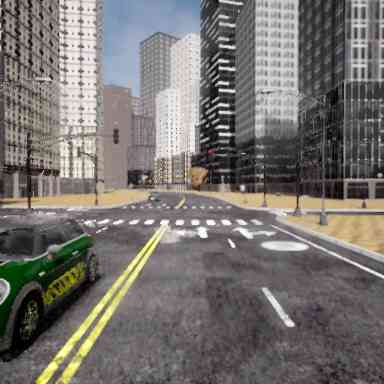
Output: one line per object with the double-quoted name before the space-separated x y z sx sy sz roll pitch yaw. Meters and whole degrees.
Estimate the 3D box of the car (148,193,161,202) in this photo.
"car" -6.518 0.898 57.502 2.128 1.511 4.902 0 1 0

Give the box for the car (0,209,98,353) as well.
"car" -3.338 1.289 6.151 2.097 1.767 4.553 0 1 0
